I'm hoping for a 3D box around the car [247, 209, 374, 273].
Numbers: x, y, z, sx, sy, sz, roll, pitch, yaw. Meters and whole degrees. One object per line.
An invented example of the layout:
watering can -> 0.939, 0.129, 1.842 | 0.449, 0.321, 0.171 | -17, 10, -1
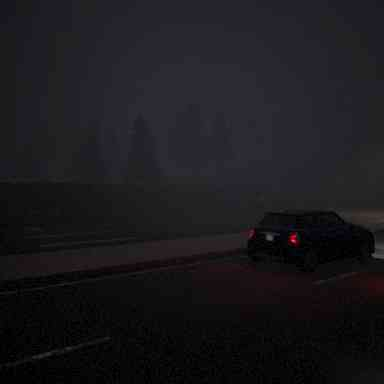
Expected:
car -> 3.980, 1.353, 10.885 | 4.553, 1.767, 2.097 | 0, 0, -36
